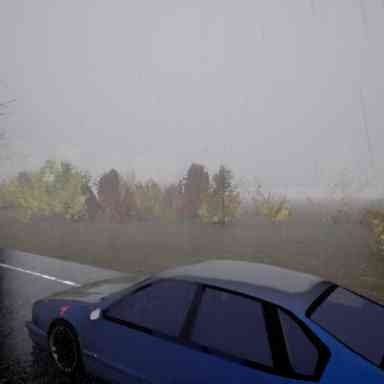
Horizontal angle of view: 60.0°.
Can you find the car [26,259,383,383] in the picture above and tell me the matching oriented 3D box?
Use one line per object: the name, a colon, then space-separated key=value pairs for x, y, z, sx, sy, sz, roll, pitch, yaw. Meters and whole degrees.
car: x=0.305 y=1.548 z=3.790 sx=5.357 sy=1.411 sz=2.033 roll=0 pitch=0 yaw=36
